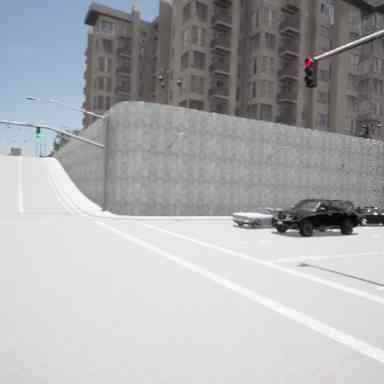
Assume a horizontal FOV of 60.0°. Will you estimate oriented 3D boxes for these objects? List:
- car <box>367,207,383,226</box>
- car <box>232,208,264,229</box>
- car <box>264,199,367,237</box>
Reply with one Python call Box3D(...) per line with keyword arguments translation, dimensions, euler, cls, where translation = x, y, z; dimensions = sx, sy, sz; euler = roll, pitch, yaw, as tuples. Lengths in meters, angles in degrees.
Box3D(translation=(14.177, 1.962, 27.114), dimensions=(4.892, 1.490, 1.837), euler=(2, 0, -28), cls="car")
Box3D(translation=(5.017, 1.713, 22.326), dimensions=(4.718, 1.301, 1.895), euler=(2, 0, -28), cls="car")
Box3D(translation=(7.294, 1.434, 19.555), dimensions=(5.566, 2.045, 2.150), euler=(2, 0, -28), cls="car")
